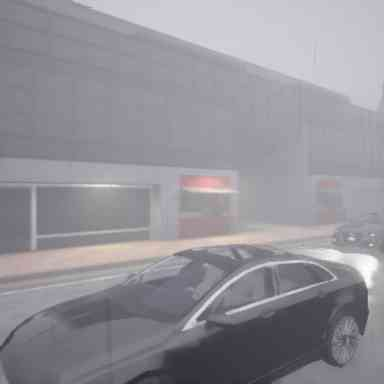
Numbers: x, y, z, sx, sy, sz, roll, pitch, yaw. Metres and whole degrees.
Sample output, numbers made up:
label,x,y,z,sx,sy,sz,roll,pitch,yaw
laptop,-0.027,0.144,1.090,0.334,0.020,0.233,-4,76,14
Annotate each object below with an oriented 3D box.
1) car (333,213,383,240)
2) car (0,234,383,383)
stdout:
label,x,y,z,sx,sy,sz,roll,pitch,yaw
car,7.629,1.580,13.654,4.181,1.385,1.994,0,0,-35
car,0.320,1.496,4.202,4.902,1.511,2.128,0,0,-35
